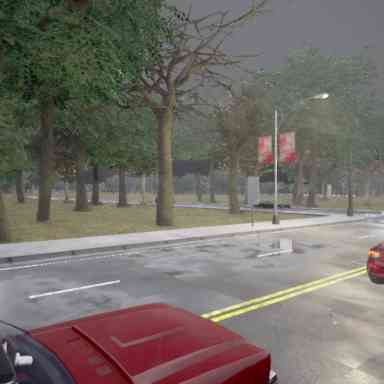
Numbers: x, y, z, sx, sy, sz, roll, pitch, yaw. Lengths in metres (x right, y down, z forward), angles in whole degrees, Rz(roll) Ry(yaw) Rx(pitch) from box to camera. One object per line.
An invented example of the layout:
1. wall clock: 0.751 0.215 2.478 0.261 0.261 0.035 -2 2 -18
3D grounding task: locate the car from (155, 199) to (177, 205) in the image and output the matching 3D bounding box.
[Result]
1. car: -4.535 1.466 57.953 1.837 1.490 4.892 0 -1 -38

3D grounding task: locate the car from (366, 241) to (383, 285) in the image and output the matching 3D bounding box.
1. car: 6.062 1.526 8.278 4.674 1.442 1.812 0 0 -38

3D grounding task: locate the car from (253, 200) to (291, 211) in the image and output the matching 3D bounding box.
1. car: 9.542 1.580 40.063 1.895 1.301 4.718 0 0 -38

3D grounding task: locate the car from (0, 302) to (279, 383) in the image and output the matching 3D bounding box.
1. car: -1.513 1.601 2.280 4.718 1.301 1.895 0 0 -38
